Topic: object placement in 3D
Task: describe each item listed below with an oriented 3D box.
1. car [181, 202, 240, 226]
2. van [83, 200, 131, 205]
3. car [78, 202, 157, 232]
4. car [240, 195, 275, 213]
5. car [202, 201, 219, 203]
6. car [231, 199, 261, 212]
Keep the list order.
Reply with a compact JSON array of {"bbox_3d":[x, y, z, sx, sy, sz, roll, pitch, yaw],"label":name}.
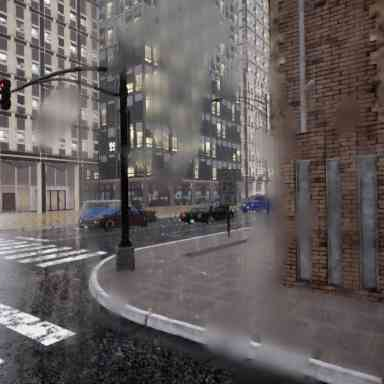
[{"bbox_3d":[1.295,1.615,23.738,1.895,1.301,4.718,-1,-1,35],"label":"car"},{"bbox_3d":[-6.029,1.460,23.499,1.690,1.788,3.998,-2,-1,36],"label":"van"},{"bbox_3d":[-4.512,1.614,21.164,2.033,1.411,5.357,-1,-1,36],"label":"car"},{"bbox_3d":[7.662,1.330,38.145,2.150,2.045,5.566,-1,-1,36],"label":"car"},{"bbox_3d":[1.571,1.578,29.651,2.128,1.511,4.902,-1,-1,36],"label":"car"},{"bbox_3d":[6.806,1.689,41.408,1.752,1.417,4.829,-2,-1,36],"label":"car"}]
